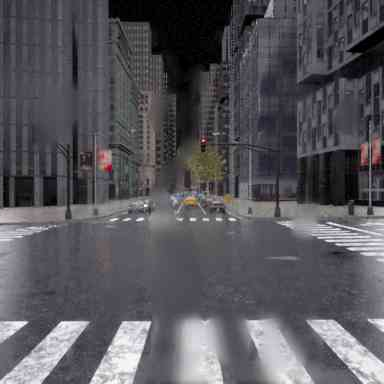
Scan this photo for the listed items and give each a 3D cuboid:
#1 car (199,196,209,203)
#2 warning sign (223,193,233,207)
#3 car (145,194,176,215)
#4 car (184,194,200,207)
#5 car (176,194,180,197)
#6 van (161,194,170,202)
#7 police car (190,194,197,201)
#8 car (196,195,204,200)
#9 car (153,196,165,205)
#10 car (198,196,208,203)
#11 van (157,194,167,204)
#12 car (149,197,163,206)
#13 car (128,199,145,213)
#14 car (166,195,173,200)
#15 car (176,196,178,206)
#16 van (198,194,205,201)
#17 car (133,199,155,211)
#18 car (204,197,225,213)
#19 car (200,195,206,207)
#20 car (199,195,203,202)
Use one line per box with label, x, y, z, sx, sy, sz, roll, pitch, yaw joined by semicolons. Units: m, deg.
car;2.458;1.545;68.026;1.752;1.417;4.829;0;0;0
warning sign;4.912;1.123;45.453;1.300;1.860;1.060;0;0;0
car;-3.183;1.226;34.625;2.150;2.045;5.566;0;0;0
car;-0.108;1.489;53.076;1.882;1.535;5.008;0;0;0
car;-3.301;1.538;54.617;1.812;1.442;4.674;0;0;0
van;-6.129;1.368;77.527;1.690;1.788;3.998;0;0;0
police car;0.452;1.463;90.537;1.930;1.638;5.238;0;0;0
car;2.288;1.593;94.300;2.008;1.369;4.403;0;0;0
car;-6.023;1.541;61.117;1.752;1.417;4.829;0;0;0
car;2.425;1.589;73.146;1.947;1.339;4.313;0;0;0
van;-6.059;1.360;66.700;1.690;1.788;3.998;0;0;0
car;-5.989;1.579;55.874;1.947;1.339;4.313;0;0;0
car;-5.863;1.556;36.311;2.008;1.369;4.403;0;0;0
car;-6.233;1.624;93.766;1.802;1.307;4.206;0;0;0
car;-3.247;1.608;44.575;1.895;1.301;4.718;0;0;0
van;2.356;1.373;83.723;1.690;1.788;3.998;0;0;0
car;-5.895;1.557;41.303;2.008;1.369;4.403;0;0;0
car;2.662;1.556;36.362;2.008;1.369;4.403;0;0;0
car;2.592;1.553;47.251;1.887;1.381;4.507;0;0;0
car;2.557;1.562;52.695;2.008;1.369;4.403;0;0;0
